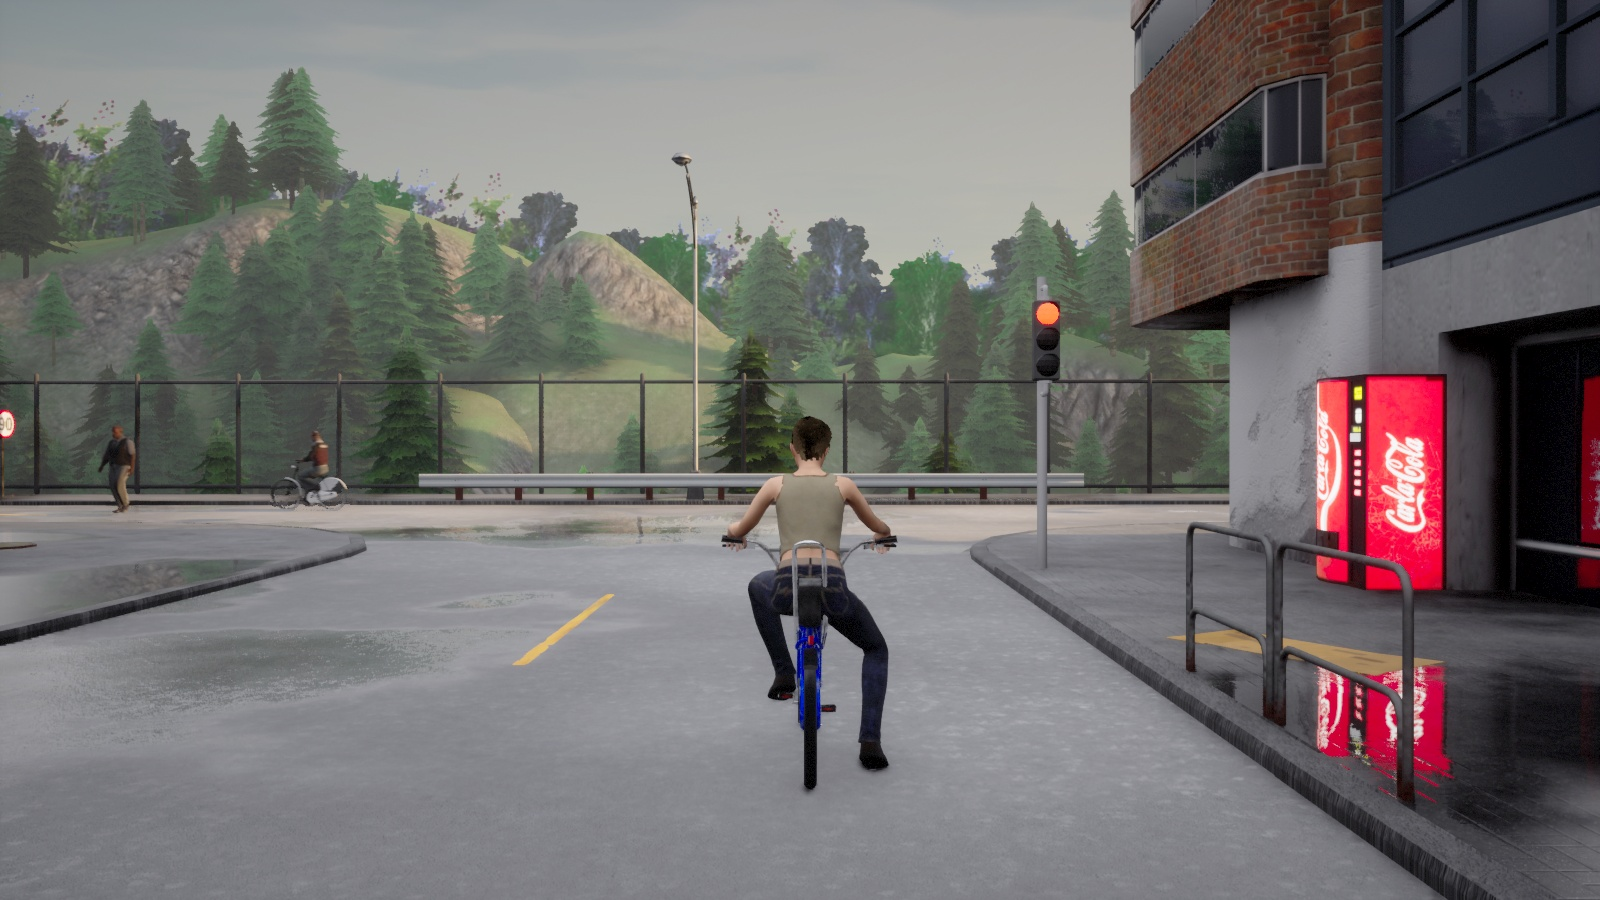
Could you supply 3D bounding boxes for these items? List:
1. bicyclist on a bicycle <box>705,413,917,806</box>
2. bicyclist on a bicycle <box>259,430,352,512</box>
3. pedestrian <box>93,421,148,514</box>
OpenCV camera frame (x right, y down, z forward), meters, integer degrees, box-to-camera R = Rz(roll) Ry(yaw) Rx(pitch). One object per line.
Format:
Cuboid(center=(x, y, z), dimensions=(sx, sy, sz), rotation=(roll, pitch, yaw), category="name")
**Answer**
Cuboid(center=(0.045, 0.650, 5.896), dimensions=(0.866, 1.612, 1.509), rotation=(0, 0, 0), category="bicyclist on a bicycle")
Cuboid(center=(-10.936, 0.451, 27.766), dimensions=(1.843, 1.776, 0.659), rotation=(0, 1, 12), category="bicyclist on a bicycle")
Cuboid(center=(-13.903, 0.352, 25.715), dimensions=(0.563, 1.883, 0.849), rotation=(0, 0, 16), category="pedestrian")
